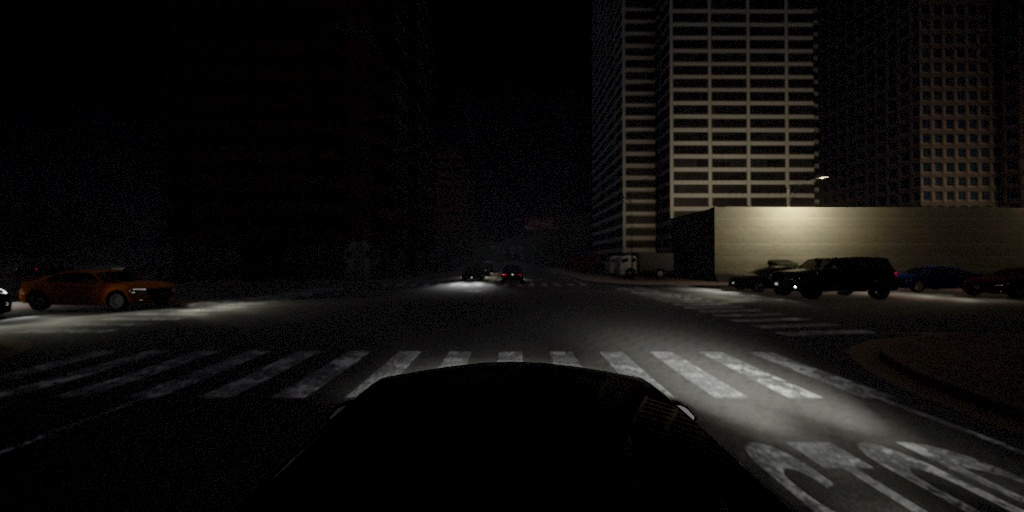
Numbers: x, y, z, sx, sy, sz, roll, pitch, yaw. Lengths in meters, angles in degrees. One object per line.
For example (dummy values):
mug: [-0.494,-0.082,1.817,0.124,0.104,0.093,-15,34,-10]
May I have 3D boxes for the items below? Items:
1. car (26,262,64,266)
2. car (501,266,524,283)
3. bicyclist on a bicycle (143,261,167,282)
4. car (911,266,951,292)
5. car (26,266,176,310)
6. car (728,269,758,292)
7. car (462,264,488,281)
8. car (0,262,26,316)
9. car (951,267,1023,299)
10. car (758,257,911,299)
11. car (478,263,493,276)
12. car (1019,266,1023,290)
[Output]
car: [-50.067,1.396,38.588,2.097,1.767,4.553,0,-1,-14]
car: [0.026,1.573,31.150,2.033,1.411,5.357,0,-1,0]
bicyclist on a bicycle: [-26.584,1.231,26.674,0.582,1.620,1.656,0,0,10]
car: [25.298,1.358,21.793,5.008,1.535,1.882,0,-1,0]
car: [-16.518,1.293,14.467,5.008,1.535,1.882,0,-1,1]
car: [15.808,1.386,21.752,4.892,1.490,1.837,0,-1,0]
car: [-3.648,1.658,34.489,1.895,1.301,4.718,0,-1,0]
car: [-18.751,1.136,11.114,4.553,1.767,2.097,0,-1,3]
car: [26.191,1.325,18.297,5.008,1.535,1.882,0,-1,0]
car: [16.203,1.070,18.256,5.566,2.045,2.150,0,-1,0]
car: [-3.692,1.622,43.775,1.882,1.535,5.008,0,-1,0]
car: [34.636,1.385,21.830,4.892,1.490,1.837,0,-1,0]
